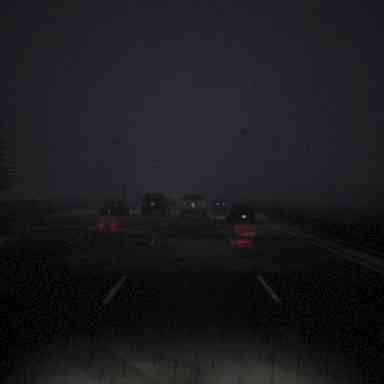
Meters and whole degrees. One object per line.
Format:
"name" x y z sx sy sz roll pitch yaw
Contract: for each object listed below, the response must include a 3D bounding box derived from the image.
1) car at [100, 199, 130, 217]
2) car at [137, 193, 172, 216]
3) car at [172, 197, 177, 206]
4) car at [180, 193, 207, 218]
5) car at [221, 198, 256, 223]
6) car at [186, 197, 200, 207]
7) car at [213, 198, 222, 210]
"car" -6.900 1.380 30.115 2.128 1.511 4.902 0 0 0
"car" -3.401 1.107 31.311 2.150 2.045 5.566 0 1 0
"car" -3.398 1.378 50.255 1.994 1.385 4.181 0 0 0
"car" 0.100 1.109 28.935 2.150 2.045 5.566 0 0 0
"car" 3.523 1.412 24.873 1.837 1.490 4.892 0 0 0
"car" 0.100 1.424 47.481 1.895 1.301 4.718 0 0 0
"car" 3.562 1.399 40.018 2.033 1.411 5.357 0 0 0
